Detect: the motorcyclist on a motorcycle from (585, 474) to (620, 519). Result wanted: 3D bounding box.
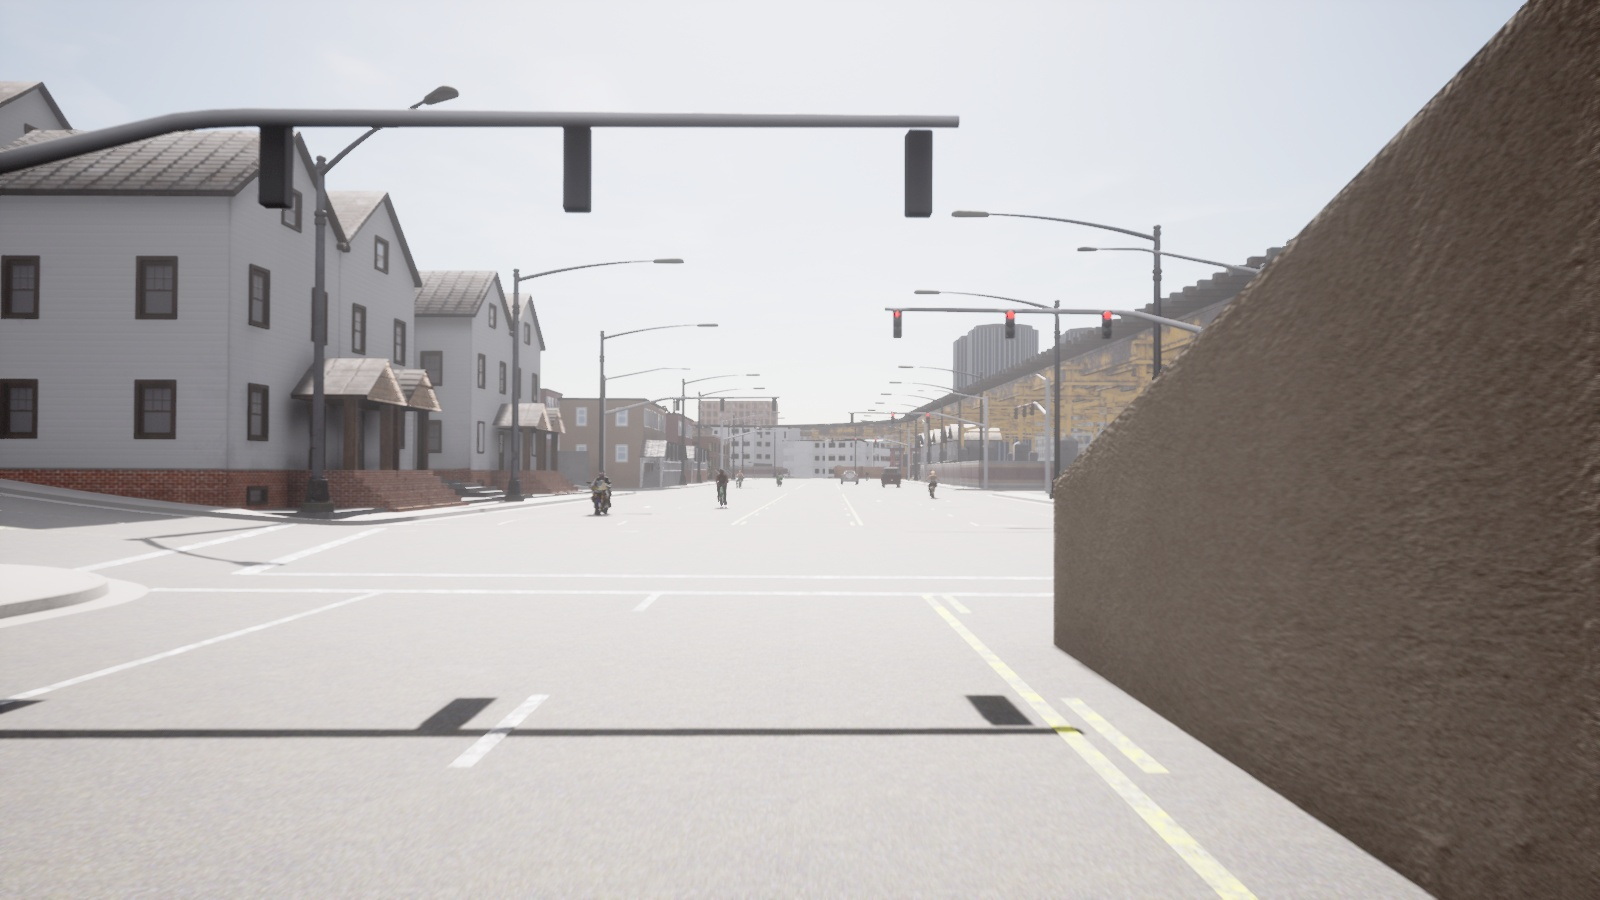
[{"bbox_3d":[-6.922,1.615,44.068,0.866,1.530,2.191,0,-1,0],"label":"motorcyclist on a motorcycle"}]
